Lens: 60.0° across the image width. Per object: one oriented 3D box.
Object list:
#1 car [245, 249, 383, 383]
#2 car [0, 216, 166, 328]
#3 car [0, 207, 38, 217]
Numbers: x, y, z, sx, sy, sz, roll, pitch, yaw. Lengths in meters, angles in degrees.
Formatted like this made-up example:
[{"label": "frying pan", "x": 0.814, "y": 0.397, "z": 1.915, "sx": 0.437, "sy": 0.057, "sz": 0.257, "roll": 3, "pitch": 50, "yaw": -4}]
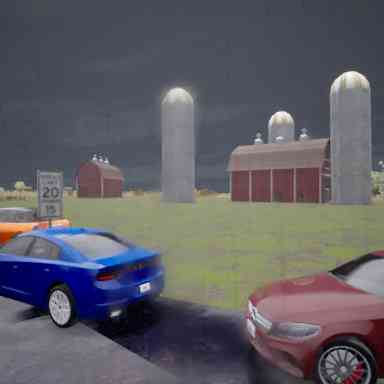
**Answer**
[{"label": "car", "x": 3.086, "y": 1.559, "z": 4.620, "sx": 4.674, "sy": 1.442, "sz": 1.812, "roll": 1, "pitch": -1, "yaw": -7}, {"label": "car", "x": -2.882, "y": 1.485, "z": 7.046, "sx": 5.008, "sy": 1.535, "sz": 1.882, "roll": 0, "pitch": 0, "yaw": 33}, {"label": "car", "x": -6.901, "y": 1.374, "z": 12.945, "sx": 4.553, "sy": 1.767, "sz": 2.097, "roll": 0, "pitch": 0, "yaw": 24}]
